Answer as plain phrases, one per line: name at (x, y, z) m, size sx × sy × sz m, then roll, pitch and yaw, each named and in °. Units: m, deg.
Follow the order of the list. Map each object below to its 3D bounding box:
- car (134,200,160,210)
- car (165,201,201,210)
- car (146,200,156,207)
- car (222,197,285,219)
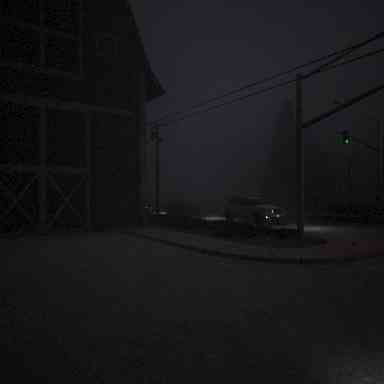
car at (-6.759, 1.920, 49.544) m, size 1.895 × 1.301 × 4.718 m, roll 0°, pitch 0°, yaw -34°
car at (-0.942, 1.707, 34.710) m, size 1.882 × 1.535 × 5.008 m, roll 0°, pitch 0°, yaw -35°
car at (-6.330, 1.784, 42.571) m, size 1.837 × 1.490 × 4.892 m, roll 0°, pitch 0°, yaw -34°
car at (4.698, 1.399, 26.483) m, size 2.150 × 2.045 × 5.566 m, roll 0°, pitch 0°, yaw -34°
